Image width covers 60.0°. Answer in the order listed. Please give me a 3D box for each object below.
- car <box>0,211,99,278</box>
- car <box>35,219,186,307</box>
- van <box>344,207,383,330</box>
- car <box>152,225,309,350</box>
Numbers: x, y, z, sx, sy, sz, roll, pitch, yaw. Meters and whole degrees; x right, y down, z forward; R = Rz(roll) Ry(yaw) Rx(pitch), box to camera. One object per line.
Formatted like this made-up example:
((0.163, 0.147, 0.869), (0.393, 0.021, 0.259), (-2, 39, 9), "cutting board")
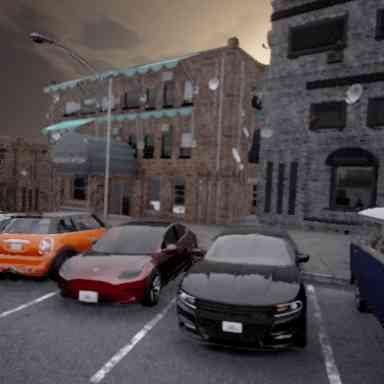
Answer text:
((-3.616, 1.355, 9.992), (2.185, 1.767, 4.553), (0, -1, 15), "car")
((-1.216, 1.503, 8.287), (2.163, 1.488, 4.792), (0, -1, 16), "car")
((3.596, 1.250, 5.024), (1.878, 1.987, 4.442), (0, -1, 16), "van")
((1.179, 1.470, 6.621), (2.097, 1.535, 5.008), (0, -1, 16), "car")
